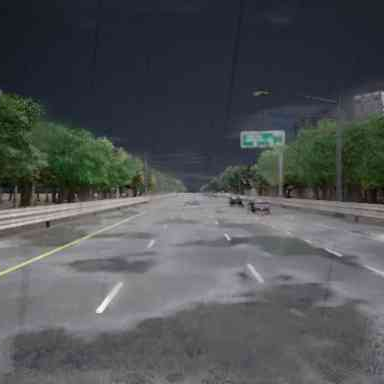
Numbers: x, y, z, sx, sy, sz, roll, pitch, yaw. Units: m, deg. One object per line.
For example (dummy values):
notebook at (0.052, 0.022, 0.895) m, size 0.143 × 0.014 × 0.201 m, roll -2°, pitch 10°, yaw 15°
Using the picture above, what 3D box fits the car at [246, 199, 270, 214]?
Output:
car at (7.064, 1.476, 35.850) m, size 2.128 × 1.511 × 4.902 m, roll 0°, pitch 0°, yaw 0°

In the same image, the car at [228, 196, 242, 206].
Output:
car at (7.138, 1.457, 55.192) m, size 1.882 × 1.535 × 5.008 m, roll 0°, pitch 0°, yaw 0°
